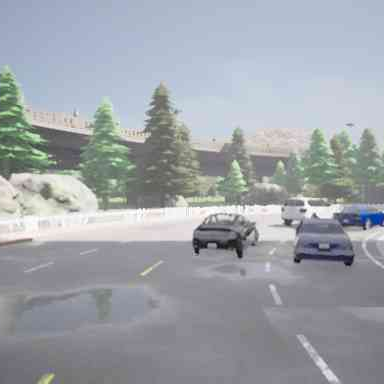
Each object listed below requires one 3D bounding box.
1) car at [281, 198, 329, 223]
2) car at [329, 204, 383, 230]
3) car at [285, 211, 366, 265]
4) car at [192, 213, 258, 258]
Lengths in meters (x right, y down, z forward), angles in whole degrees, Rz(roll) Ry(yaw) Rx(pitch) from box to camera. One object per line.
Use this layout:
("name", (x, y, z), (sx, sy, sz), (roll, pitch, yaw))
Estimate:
("car", (8.915, 1.454, 25.083), (5.566, 2.045, 2.150), (0, -1, -43))
("car", (11.663, 1.695, 22.790), (5.008, 1.535, 1.882), (0, -1, -41))
("car", (4.690, 1.664, 12.211), (2.033, 1.411, 5.357), (0, -1, 18))
("car", (1.484, 1.621, 13.566), (2.128, 1.511, 4.902), (0, 0, 19))
